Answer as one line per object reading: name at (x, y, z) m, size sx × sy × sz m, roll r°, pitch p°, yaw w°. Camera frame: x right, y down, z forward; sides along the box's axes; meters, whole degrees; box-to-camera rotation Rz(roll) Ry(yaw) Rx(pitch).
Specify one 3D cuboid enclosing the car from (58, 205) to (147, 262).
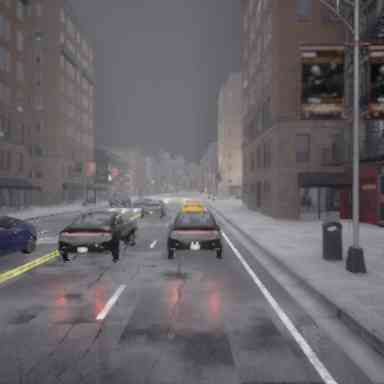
car at (-3.150, 1.445, 11.996) m, size 2.128 × 1.511 × 4.902 m, roll 0°, pitch 0°, yaw 0°

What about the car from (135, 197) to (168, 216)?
car at (-3.151, 1.384, 28.234) m, size 2.128 × 1.511 × 4.902 m, roll 0°, pitch 0°, yaw 0°

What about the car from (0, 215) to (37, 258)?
car at (-6.601, 1.485, 10.515) m, size 1.812 × 1.442 × 4.674 m, roll 0°, pitch 0°, yaw 0°

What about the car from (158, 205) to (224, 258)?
car at (0.100, 1.444, 12.487) m, size 2.128 × 1.511 × 4.902 m, roll 0°, pitch 0°, yaw 0°

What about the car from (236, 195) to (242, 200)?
car at (12.400, 1.306, 78.383) m, size 4.313 × 1.339 × 1.947 m, roll 0°, pitch 0°, yaw 0°

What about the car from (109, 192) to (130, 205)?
car at (-9.838, 1.049, 45.865) m, size 2.150 × 2.045 × 5.566 m, roll 0°, pitch 0°, yaw 0°

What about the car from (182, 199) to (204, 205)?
car at (0.100, 1.364, 29.798) m, size 1.882 × 1.535 × 5.008 m, roll 0°, pitch 0°, yaw 0°

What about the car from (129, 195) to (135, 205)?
car at (-6.596, 1.381, 44.515) m, size 2.033 × 1.411 × 5.357 m, roll 0°, pitch 0°, yaw 0°
